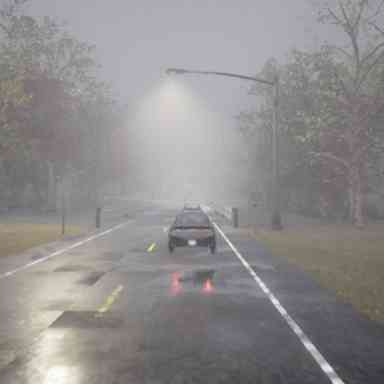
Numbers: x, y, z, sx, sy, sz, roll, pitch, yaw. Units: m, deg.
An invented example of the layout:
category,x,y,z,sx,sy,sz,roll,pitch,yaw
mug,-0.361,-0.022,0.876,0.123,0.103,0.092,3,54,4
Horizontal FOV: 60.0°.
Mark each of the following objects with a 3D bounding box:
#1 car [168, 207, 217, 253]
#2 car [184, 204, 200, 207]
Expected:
category,x,y,z,sx,sy,sz,roll,pitch,yaw
car,0.010,1.629,14.290,2.128,1.511,4.902,0,0,0
car,0.017,1.770,29.296,2.128,1.511,4.902,0,0,0
